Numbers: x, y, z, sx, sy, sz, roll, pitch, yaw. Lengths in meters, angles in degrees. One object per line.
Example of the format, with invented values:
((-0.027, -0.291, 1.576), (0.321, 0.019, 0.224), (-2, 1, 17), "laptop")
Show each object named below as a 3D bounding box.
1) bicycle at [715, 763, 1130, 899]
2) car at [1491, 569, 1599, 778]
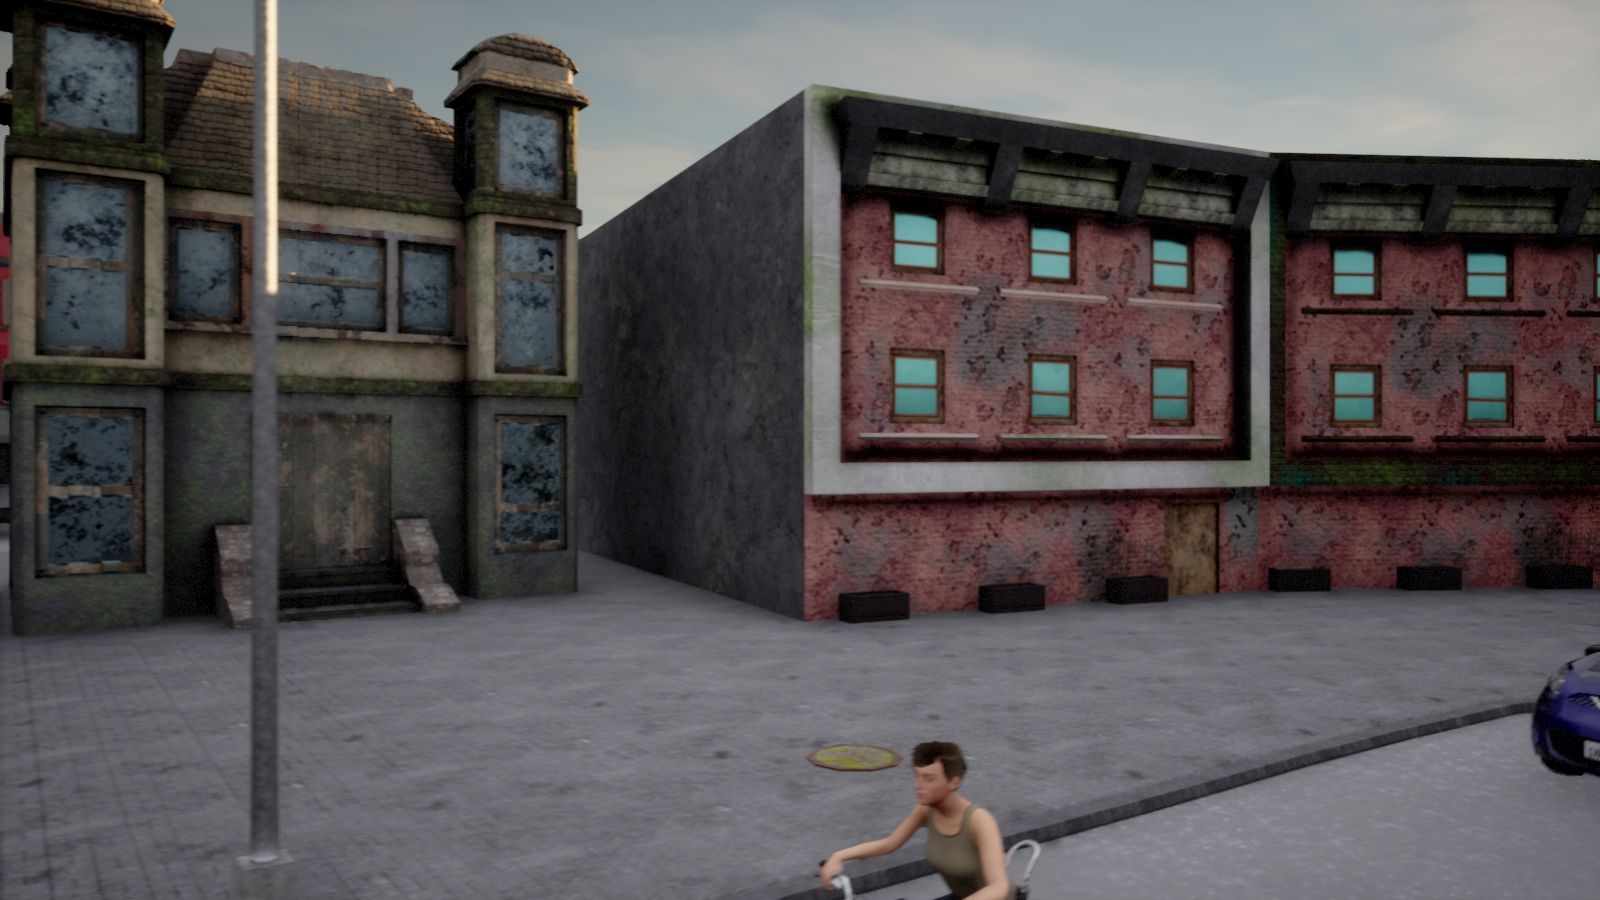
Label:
((0.517, 2.036, 4.673), (1.487, 1.080, 0.859), (0, 0, -35), "bicycle")
((7.955, 1.819, 9.609), (3.633, 1.501, 1.845), (0, 0, -22), "car")
